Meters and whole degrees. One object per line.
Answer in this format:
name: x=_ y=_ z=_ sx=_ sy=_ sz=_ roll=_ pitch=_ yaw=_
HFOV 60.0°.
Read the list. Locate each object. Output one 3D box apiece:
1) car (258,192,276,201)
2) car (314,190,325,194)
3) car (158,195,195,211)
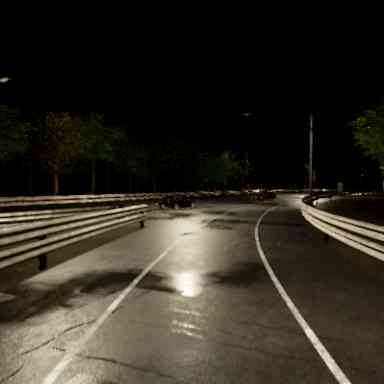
car: x=12.569 y=0.670 z=55.775 sx=1.812 sy=1.442 sz=4.674 roll=1 pitch=2 yaw=34
car: x=32.846 y=0.062 z=85.684 sx=1.994 sy=1.385 sz=4.181 roll=1 pitch=1 yaw=34
car: x=-1.512 y=1.115 z=34.947 sx=1.837 sy=1.490 sz=4.892 roll=1 pitch=2 yaw=34
